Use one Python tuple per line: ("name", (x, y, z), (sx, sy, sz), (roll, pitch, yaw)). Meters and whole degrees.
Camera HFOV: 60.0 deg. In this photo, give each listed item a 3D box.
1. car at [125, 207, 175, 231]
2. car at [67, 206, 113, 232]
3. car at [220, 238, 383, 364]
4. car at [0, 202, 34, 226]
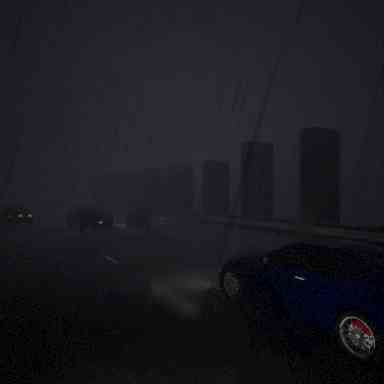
("car", (-2.836, 1.697, 21.747), (1.994, 1.385, 4.181), (0, 0, -32))
("car", (-6.560, 1.602, 21.111), (1.882, 1.535, 5.008), (0, 0, -32))
("car", (2.353, 1.567, 6.000), (1.812, 1.442, 4.674), (0, 0, -29))
("car", (-13.056, 1.686, 24.624), (2.033, 1.411, 5.357), (0, 0, -35))
